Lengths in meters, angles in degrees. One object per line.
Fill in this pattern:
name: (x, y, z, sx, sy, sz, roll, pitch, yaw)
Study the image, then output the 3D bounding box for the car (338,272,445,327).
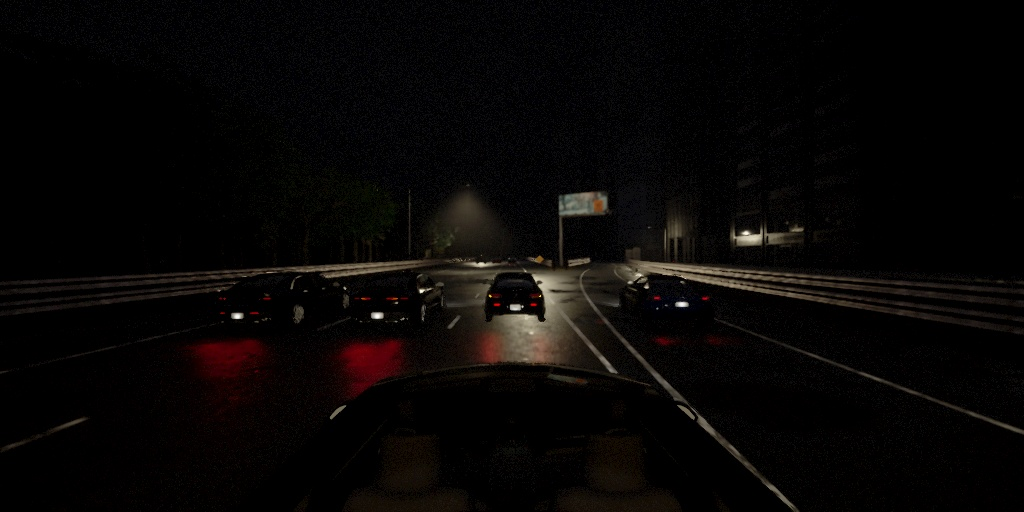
car: (-3.397, 1.257, 11.467, 1.837, 1.490, 4.892, 0, 0, 0)

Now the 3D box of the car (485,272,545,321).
car: (0.089, 1.277, 12.372, 1.812, 1.442, 4.674, 0, 0, 0)

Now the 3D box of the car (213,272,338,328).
car: (-6.899, 1.257, 11.431, 1.837, 1.490, 4.892, 0, 0, 0)

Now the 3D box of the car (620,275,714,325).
car: (4.912, 1.313, 11.929, 1.994, 1.385, 4.181, 0, 0, 6)

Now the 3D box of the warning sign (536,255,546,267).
warning sign: (4.563, 0.799, 58.938, 1.300, 1.860, 1.060, 0, 0, 0)
